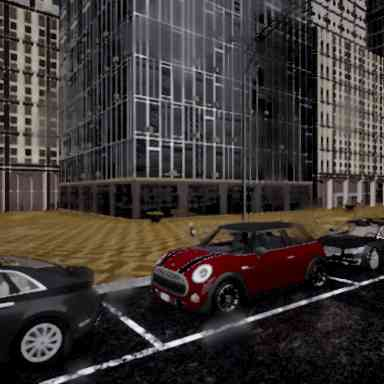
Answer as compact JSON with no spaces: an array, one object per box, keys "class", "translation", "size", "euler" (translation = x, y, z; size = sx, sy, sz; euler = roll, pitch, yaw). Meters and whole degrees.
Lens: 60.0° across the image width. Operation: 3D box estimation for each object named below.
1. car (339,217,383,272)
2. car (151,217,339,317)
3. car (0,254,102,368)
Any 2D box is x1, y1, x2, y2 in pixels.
[{"class":"car","translation":[5.626,1.513,10.571],"size":[4.403,1.369,2.008],"euler":[0,0,-35]},{"class":"car","translation":[1.122,1.422,7.359],"size":[4.097,1.590,1.967],"euler":[0,0,-35]},{"class":"car","translation":[-3.383,1.553,4.147],"size":[4.403,1.369,2.008],"euler":[0,0,-35]}]
